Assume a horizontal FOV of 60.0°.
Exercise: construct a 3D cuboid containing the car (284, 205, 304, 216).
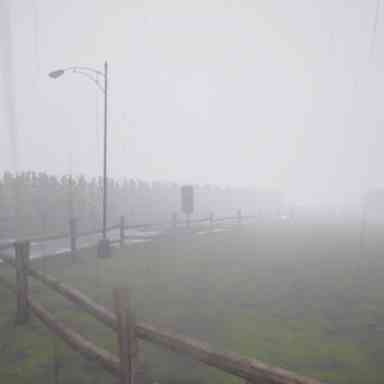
[{"bbox_3d":[15.167,2.656,49.199,1.882,1.535,5.008,-1,-2,36],"label":"car"}]
